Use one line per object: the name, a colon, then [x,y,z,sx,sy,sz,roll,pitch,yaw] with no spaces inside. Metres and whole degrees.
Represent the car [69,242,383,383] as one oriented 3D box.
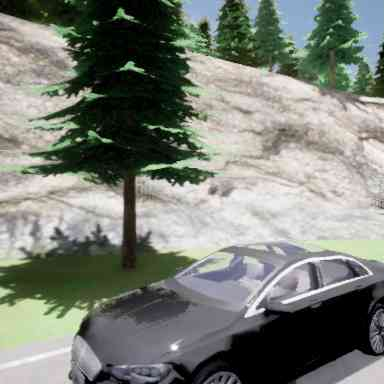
car: [0.946,1.506,4.527,4.902,1.511,2.128,0,0,-34]
